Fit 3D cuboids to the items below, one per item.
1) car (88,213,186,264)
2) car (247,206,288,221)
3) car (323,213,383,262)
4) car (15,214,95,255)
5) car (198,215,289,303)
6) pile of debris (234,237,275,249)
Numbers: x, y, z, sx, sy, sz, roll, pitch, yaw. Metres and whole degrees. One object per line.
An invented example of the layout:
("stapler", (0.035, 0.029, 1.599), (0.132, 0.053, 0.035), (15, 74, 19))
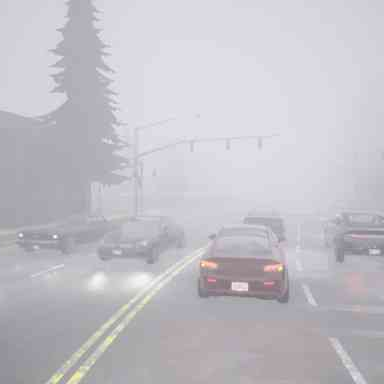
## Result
("car", (-1.564, 1.525, 12.063), (1.812, 1.442, 4.674), (0, 0, 16))
("car", (3.827, 1.476, 17.116), (1.882, 1.535, 5.008), (0, 0, 18))
("car", (5.874, 1.491, 11.794), (2.128, 1.511, 4.902), (0, 0, 16))
("car", (-4.760, 1.600, 13.593), (1.895, 1.301, 4.718), (0, 0, 16))
("car", (1.323, 1.525, 8.200), (1.812, 1.442, 4.674), (0, 0, 12))
("pile of debris", (2.728, 2.174, 14.287), (1.500, 0.140, 1.860), (0, 0, 18))
